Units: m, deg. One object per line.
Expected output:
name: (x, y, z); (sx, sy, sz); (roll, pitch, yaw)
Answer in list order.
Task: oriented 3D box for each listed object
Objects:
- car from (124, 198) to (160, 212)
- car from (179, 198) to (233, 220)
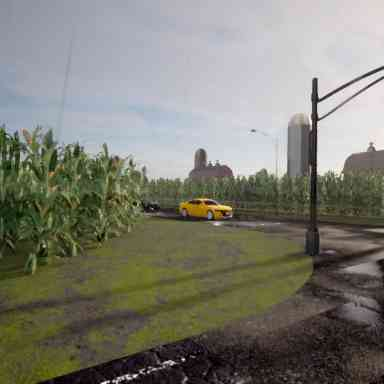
car: (-5.171, 1.322, 33.950); (1.895, 1.301, 4.718); (2, 0, -38)
car: (1.023, 1.279, 26.021); (1.882, 1.535, 5.008); (2, 0, -38)
